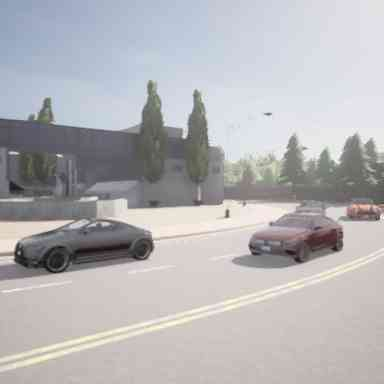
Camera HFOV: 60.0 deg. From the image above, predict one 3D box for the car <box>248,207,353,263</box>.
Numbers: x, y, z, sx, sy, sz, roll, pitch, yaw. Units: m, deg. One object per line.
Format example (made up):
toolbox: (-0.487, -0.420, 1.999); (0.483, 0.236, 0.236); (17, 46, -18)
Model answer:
car: (3.959, 1.498, 12.080); (1.812, 1.442, 4.674); (0, 0, 45)

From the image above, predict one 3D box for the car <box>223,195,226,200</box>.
car: (6.509, 1.247, 84.436); (1.837, 1.490, 4.892); (0, 0, -34)

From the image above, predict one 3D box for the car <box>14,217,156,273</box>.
car: (-3.254, 1.518, 10.532); (4.181, 1.385, 1.994); (0, 0, -38)

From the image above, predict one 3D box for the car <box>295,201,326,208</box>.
car: (8.759, 1.441, 24.321); (2.128, 1.511, 4.902); (0, 0, 27)

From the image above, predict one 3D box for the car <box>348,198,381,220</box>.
car: (14.093, 1.306, 27.427); (2.097, 1.767, 4.553); (0, 0, 22)
